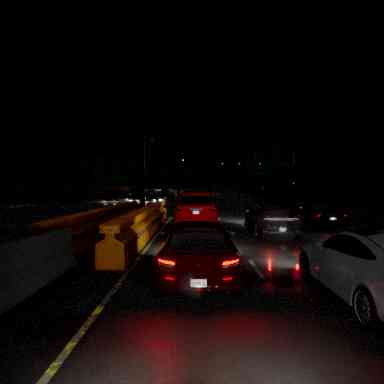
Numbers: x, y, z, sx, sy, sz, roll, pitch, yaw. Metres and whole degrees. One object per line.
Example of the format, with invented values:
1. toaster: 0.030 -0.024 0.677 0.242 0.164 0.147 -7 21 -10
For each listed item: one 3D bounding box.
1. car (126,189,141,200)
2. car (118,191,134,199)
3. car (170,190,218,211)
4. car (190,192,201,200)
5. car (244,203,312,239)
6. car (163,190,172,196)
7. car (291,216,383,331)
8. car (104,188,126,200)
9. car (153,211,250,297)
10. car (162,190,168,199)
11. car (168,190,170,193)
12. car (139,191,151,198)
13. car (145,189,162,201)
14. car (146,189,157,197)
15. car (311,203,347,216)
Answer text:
1. car: -10.096 0.690 60.305 1.994 1.385 4.181 0 1 1
2. car: -13.461 0.556 68.158 2.033 1.411 5.357 0 1 0
3. car: 0.206 0.983 17.848 2.150 2.045 5.566 0 1 1
4. car: 0.630 0.692 62.568 1.895 1.301 4.718 0 1 0
5. car: 3.696 1.282 15.887 2.128 1.511 4.902 0 1 0
6. car: -6.307 0.277 86.212 2.033 1.411 5.357 0 1 0
7. car: 3.629 1.455 6.606 1.812 1.442 4.674 0 1 0
8. car: -13.628 0.382 58.020 2.150 2.045 5.566 0 1 1
9. car: 0.142 1.431 8.242 1.812 1.442 4.674 0 1 1
10. car: -6.517 0.537 65.642 2.128 1.511 4.902 0 1 1
11. car: -6.397 0.251 75.658 2.097 1.767 4.553 0 1 0
12. car: -9.942 0.527 70.380 1.994 1.385 4.181 0 1 0
13. car: -6.639 0.710 56.376 1.812 1.442 4.674 0 1 1
14. car: -9.855 0.177 80.598 2.097 1.767 4.553 0 1 0
15. car: 7.222 1.308 19.004 1.994 1.385 4.181 0 1 0
